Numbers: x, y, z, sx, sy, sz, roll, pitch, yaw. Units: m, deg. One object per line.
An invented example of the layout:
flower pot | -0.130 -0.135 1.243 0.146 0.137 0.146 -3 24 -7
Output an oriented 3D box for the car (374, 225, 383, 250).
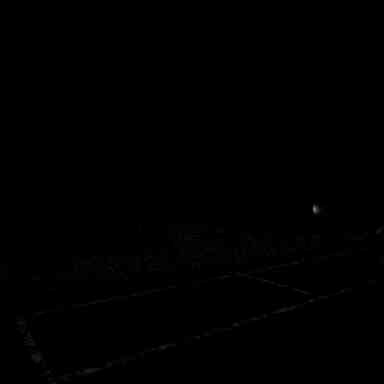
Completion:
car | 8.861 1.438 12.956 4.097 1.590 1.967 0 -1 -35
